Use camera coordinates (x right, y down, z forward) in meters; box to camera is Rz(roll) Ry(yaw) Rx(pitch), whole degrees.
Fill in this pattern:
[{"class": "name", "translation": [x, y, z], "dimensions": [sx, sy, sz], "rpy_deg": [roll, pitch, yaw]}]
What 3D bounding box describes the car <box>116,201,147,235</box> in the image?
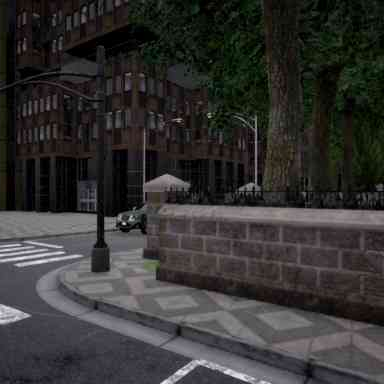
[{"class": "car", "translation": [-2.441, 1.584, 22.039], "dimensions": [2.150, 2.045, 5.566], "rpy_deg": [0, -1, 35]}]
